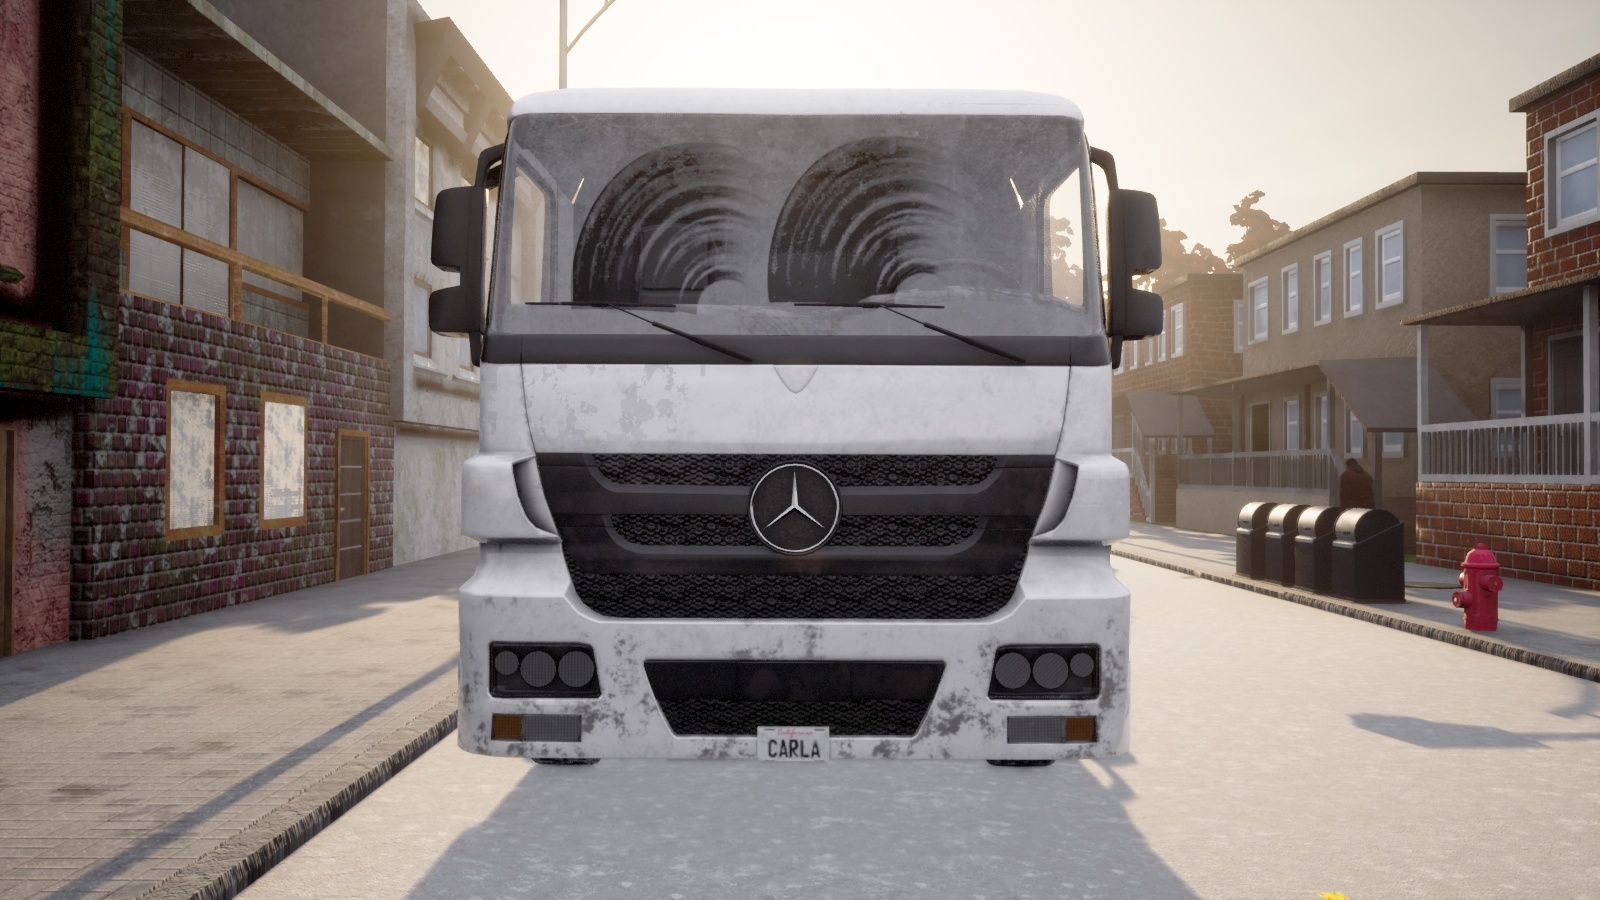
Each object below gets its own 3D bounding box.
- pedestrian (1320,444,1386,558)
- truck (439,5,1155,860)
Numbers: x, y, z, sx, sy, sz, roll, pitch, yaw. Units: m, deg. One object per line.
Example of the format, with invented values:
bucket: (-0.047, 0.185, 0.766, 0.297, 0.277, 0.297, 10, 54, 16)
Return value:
pedestrian: (9.126, 0.836, 20.762, 0.634, 1.844, 0.899, 0, -1, -4)
truck: (-0.025, -0.015, 9.072, 2.891, 3.462, 7.936, 0, -1, 0)
